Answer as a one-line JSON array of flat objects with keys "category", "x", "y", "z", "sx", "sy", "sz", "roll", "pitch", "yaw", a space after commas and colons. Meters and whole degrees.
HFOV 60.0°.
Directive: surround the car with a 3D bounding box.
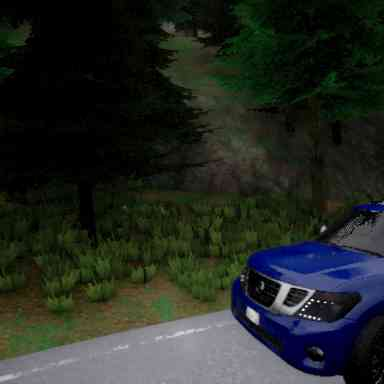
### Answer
[{"category": "car", "x": 3.385, "y": 1.138, "z": 4.964, "sx": 5.566, "sy": 2.045, "sz": 2.150, "roll": -1, "pitch": 1, "yaw": -18}]
